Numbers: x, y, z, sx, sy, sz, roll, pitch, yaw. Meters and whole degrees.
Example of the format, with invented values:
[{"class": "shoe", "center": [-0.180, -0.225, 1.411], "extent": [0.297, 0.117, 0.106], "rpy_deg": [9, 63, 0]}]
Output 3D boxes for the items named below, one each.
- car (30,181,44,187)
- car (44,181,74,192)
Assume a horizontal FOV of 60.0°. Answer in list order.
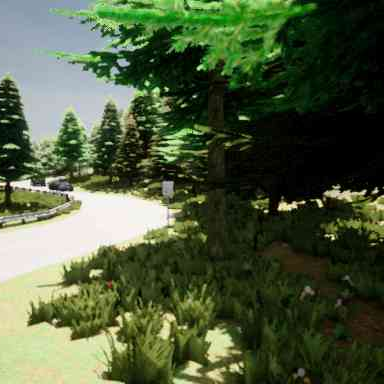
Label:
[{"class": "car", "center": [-24.779, -1.684, 53.502], "extent": [1.837, 1.490, 4.892], "rpy_deg": [0, 5, -33]}, {"class": "car", "center": [-18.216, -0.803, 46.172], "extent": [4.181, 1.385, 1.994], "rpy_deg": [6, 4, 40]}]
